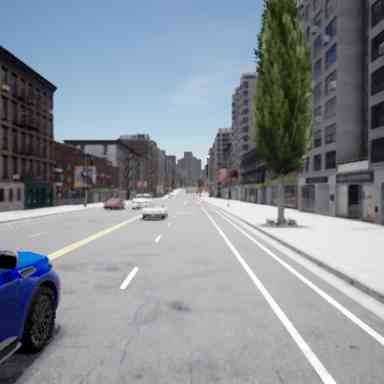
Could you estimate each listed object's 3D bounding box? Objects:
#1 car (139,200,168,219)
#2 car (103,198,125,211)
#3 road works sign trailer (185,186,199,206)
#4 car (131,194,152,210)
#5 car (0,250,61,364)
[{"bbox_3d":[-3.156,1.613,29.161,1.895,1.301,4.718,0,0,0],"label":"car"},{"bbox_3d":[-9.838,1.539,42.296,1.882,1.535,5.008,0,0,0],"label":"car"},{"bbox_3d":[0.014,0.636,59.378,2.380,3.560,2.880,0,0,3],"label":"road works sign trailer"},{"bbox_3d":[-6.585,1.296,44.235,2.150,2.045,5.566,0,-1,0],"label":"car"},{"bbox_3d":[-3.151,1.219,2.923,2.150,2.045,5.566,0,0,0],"label":"car"}]
